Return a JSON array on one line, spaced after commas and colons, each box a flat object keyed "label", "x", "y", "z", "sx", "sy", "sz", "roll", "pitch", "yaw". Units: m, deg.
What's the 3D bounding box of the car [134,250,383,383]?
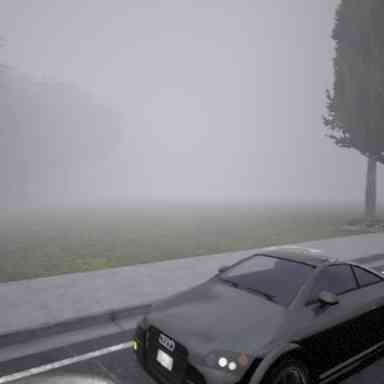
[{"label": "car", "x": 1.333, "y": 1.573, "z": 4.639, "sx": 4.181, "sy": 1.385, "sz": 1.994, "roll": 0, "pitch": 0, "yaw": -36}]
